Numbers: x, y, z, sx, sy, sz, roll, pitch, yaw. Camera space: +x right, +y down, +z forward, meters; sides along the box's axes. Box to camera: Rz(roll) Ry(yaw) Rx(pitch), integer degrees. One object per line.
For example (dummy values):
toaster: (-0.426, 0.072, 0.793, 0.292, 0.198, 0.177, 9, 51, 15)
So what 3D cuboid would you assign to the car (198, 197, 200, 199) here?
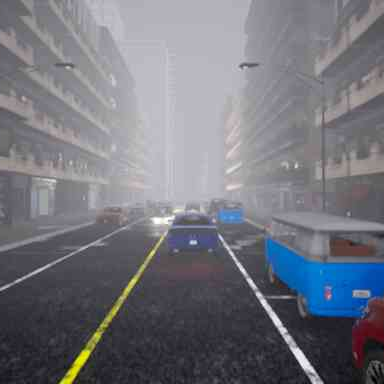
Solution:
car: (0.086, 2.026, 61.999, 1.895, 1.301, 4.718, 0, 0, 0)

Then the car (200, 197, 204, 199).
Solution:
car: (2.678, 1.990, 63.951, 2.008, 1.369, 4.403, 0, 0, 0)

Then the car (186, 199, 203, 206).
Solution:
car: (0.089, 1.897, 43.700, 1.895, 1.301, 4.718, 0, 0, 0)

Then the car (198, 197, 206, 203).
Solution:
car: (2.673, 2.045, 86.680, 1.967, 1.590, 4.097, 0, 0, 0)

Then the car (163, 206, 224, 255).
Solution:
car: (0.026, 1.570, 13.704, 1.882, 1.535, 5.008, 0, 0, 0)

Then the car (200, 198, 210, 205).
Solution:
car: (2.677, 2.031, 69.633, 2.008, 1.369, 4.403, 0, 0, 0)

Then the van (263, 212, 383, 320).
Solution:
van: (2.691, 1.389, 7.130, 1.690, 1.788, 3.998, 0, 0, 0)

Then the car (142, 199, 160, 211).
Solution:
car: (-5.699, 1.758, 46.900, 1.967, 1.590, 4.097, 0, 0, 0)

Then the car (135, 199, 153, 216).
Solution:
car: (-5.697, 1.790, 35.536, 2.008, 1.369, 4.403, 0, 0, 0)

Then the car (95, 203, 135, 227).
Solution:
car: (-5.694, 1.707, 24.171, 1.887, 1.381, 4.507, 0, 0, 0)

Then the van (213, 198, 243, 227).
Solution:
van: (2.687, 1.504, 24.176, 1.690, 1.788, 3.998, 0, 0, 0)

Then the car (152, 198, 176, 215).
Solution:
car: (-3.009, 1.776, 36.757, 2.128, 1.511, 4.902, 0, 0, 0)

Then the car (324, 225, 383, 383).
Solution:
car: (2.692, 1.326, 1.448, 2.192, 1.841, 5.009, 0, 0, 0)

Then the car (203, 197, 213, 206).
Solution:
car: (2.684, 1.555, 35.541, 2.192, 1.841, 5.009, 0, 0, 0)
